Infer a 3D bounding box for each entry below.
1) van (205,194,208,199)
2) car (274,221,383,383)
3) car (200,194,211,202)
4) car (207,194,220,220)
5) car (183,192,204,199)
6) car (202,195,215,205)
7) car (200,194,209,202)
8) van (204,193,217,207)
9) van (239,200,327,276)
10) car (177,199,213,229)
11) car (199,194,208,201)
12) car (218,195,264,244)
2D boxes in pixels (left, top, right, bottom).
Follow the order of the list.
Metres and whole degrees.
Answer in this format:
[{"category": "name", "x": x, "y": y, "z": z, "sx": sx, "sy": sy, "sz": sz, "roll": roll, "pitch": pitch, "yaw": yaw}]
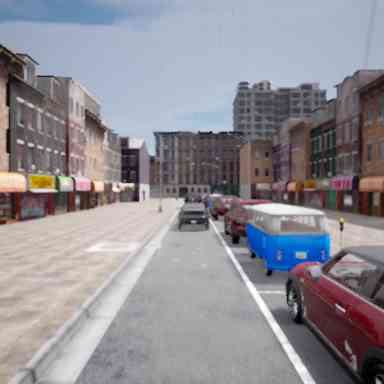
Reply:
[{"category": "van", "x": 2.630, "y": 1.178, "z": 37.274, "sx": 1.690, "sy": 1.788, "sz": 3.998, "roll": 0, "pitch": 0, "yaw": 0}, {"category": "car", "x": 2.634, "y": 1.419, "z": 4.423, "sx": 1.967, "sy": 1.590, "sz": 4.097, "roll": 0, "pitch": 0, "yaw": 0}, {"category": "car", "x": 2.627, "y": 1.160, "z": 64.652, "sx": 1.967, "sy": 1.590, "sz": 4.097, "roll": 0, "pitch": 0, "yaw": 0}, {"category": "car", "x": 2.631, "y": 1.199, "z": 26.324, "sx": 2.192, "sy": 1.841, "sz": 5.009, "roll": 0, "pitch": 0, "yaw": 0}, {"category": "car", "x": 0.099, "y": 1.039, "z": 41.882, "sx": 2.150, "sy": 2.045, "sz": 5.566, "roll": 0, "pitch": 0, "yaw": 0}, {"category": "car", "x": 2.629, "y": 1.291, "z": 53.872, "sx": 1.752, "sy": 1.417, "sz": 4.829, "roll": 0, "pitch": 0, "yaw": 0}, {"category": "car", "x": 2.627, "y": 1.220, "z": 70.298, "sx": 1.752, "sy": 1.417, "sz": 4.829, "roll": 0, "pitch": 0, "yaw": 0}, {"category": "van", "x": 2.629, "y": 1.131, "z": 48.225, "sx": 1.690, "sy": 1.788, "sz": 3.998, "roll": 0, "pitch": 0, "yaw": 0}, {"category": "van", "x": 2.633, "y": 1.296, "z": 9.898, "sx": 1.690, "sy": 1.788, "sz": 3.998, "roll": 0, "pitch": 0, "yaw": 0}, {"category": "car", "x": 0.098, "y": 1.411, "z": 21.038, "sx": 1.837, "sy": 1.490, "sz": 4.892, "roll": 0, "pitch": 0, "yaw": 0}, {"category": "car", "x": 2.626, "y": 1.223, "z": 75.604, "sx": 2.008, "sy": 1.369, "sz": 4.403, "roll": 0, "pitch": 0, "yaw": 0}, {"category": "car", "x": 2.631, "y": 1.246, "z": 15.371, "sx": 2.192, "sy": 1.841, "sz": 5.009, "roll": 0, "pitch": 0, "yaw": 0}]
